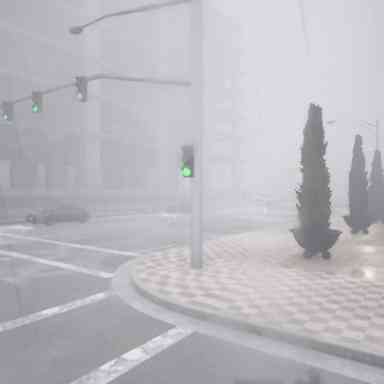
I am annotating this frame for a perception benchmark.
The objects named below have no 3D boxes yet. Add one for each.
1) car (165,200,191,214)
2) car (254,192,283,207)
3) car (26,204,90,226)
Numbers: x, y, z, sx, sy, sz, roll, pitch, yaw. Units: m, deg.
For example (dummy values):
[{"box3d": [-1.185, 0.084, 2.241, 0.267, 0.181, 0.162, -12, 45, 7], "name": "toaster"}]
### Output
[{"box3d": [-0.923, 1.554, 34.930, 1.994, 1.385, 4.181, 0, 0, 36], "name": "car"}, {"box3d": [11.851, 1.201, 52.460, 2.150, 2.045, 5.566, 0, 0, 36], "name": "car"}, {"box3d": [-9.309, 1.553, 23.316, 1.994, 1.385, 4.181, 0, 0, 36], "name": "car"}]
